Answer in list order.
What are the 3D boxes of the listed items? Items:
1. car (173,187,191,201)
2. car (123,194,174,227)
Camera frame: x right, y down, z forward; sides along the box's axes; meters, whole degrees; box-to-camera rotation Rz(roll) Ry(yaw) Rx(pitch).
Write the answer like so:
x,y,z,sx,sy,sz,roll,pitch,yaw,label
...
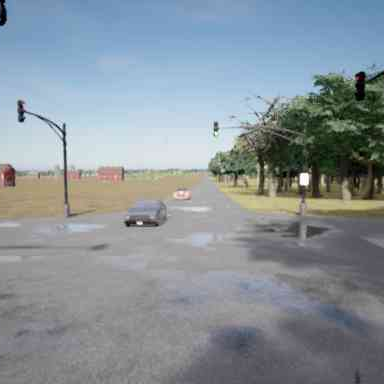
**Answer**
x,y,z,sx,sy,sz,roll,pitch,yaw,label
-1.288,0.144,43.518,2.097,1.767,4.553,0,1,3,car
-2.513,1.095,19.345,2.033,1.411,5.357,0,2,3,car
